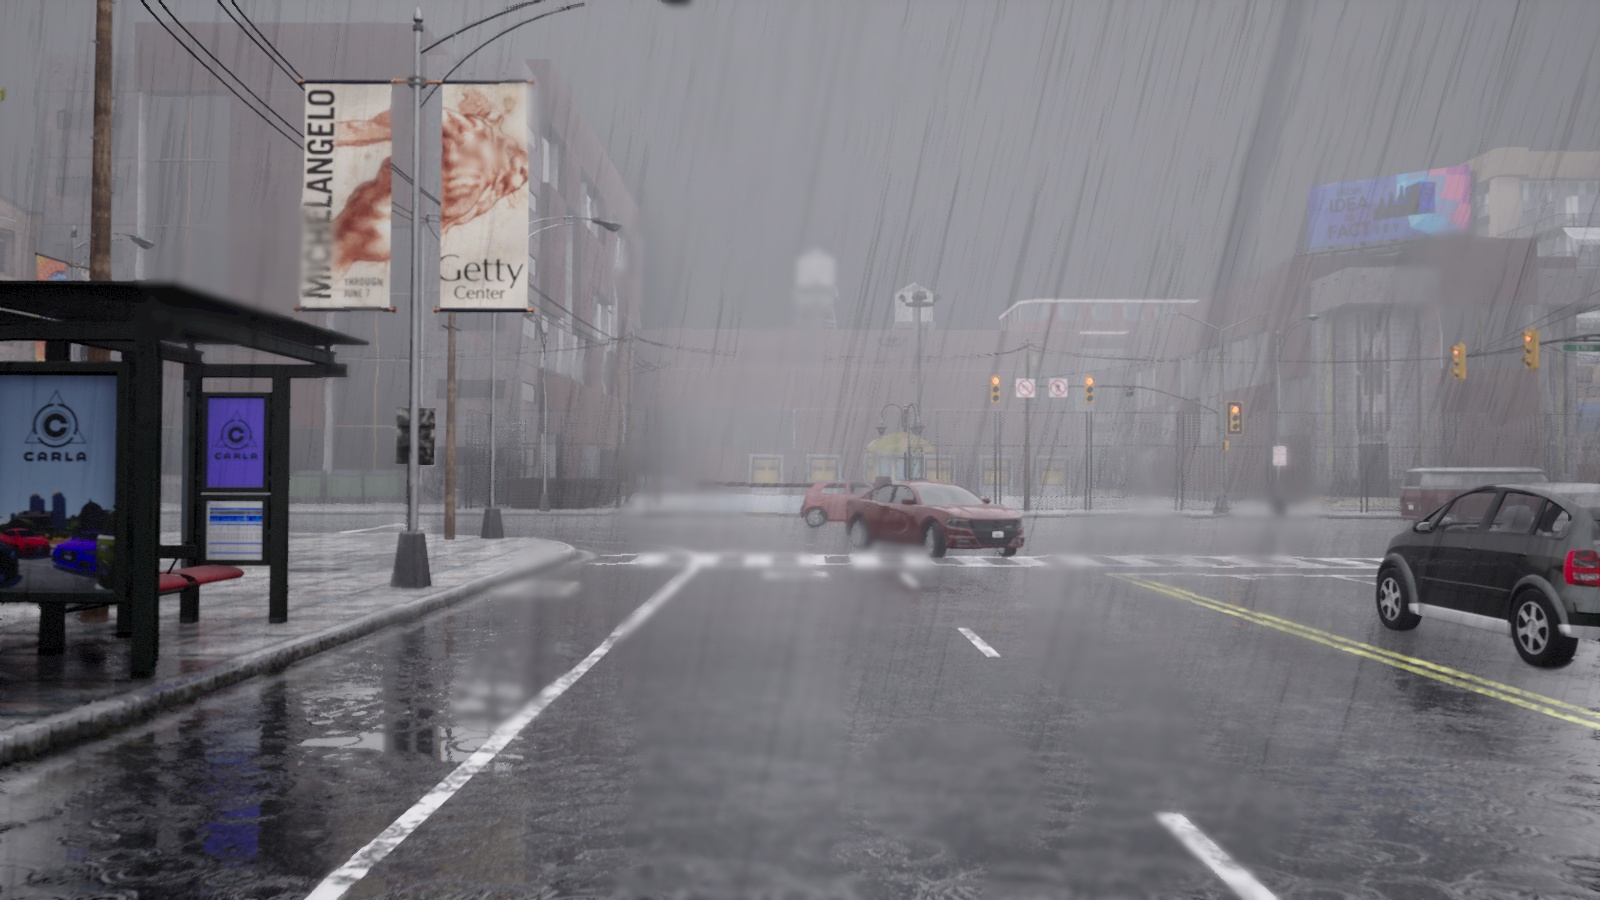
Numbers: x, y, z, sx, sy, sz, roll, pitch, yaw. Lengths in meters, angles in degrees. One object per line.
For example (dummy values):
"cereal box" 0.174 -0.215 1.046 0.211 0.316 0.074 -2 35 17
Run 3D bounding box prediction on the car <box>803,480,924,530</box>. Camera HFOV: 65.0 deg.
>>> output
"car" 1.914 1.681 38.759 3.633 1.501 1.845 0 -1 0

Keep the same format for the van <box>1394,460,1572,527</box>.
"van" 20.930 1.340 38.614 4.442 1.987 1.775 0 -1 1

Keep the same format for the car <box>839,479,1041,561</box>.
"car" 2.769 1.365 26.188 1.882 1.535 5.008 1 -1 -24

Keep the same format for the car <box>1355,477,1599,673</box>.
"car" 6.983 1.035 11.886 1.789 1.549 3.705 0 -1 0
